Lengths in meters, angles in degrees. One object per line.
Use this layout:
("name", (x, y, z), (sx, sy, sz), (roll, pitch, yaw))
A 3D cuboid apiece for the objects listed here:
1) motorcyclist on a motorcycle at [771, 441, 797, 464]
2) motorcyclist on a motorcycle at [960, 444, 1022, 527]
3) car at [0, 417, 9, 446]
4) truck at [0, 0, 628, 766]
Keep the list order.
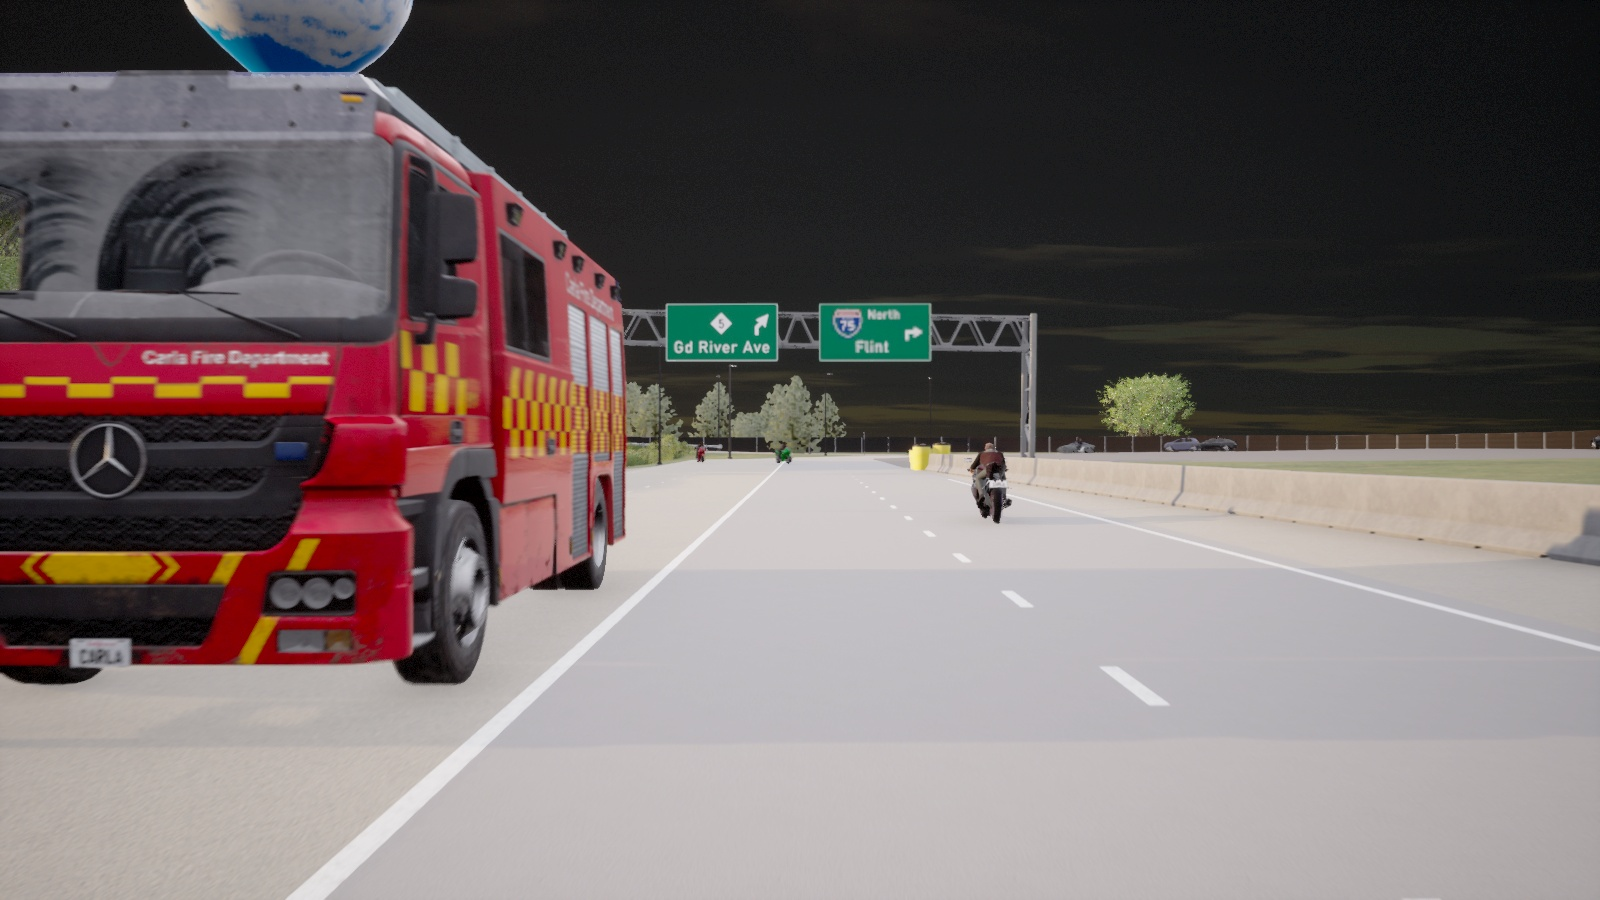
("motorcyclist on a motorcycle", (-1.055, 0.193, 84.418), (0.797, 1.523, 2.044), (1, 0, -32))
("motorcyclist on a motorcycle", (3.654, 0.646, 24.167), (0.866, 1.530, 2.191), (0, 0, 0))
("car", (-37.110, -0.762, 55.054), (1.895, 1.301, 4.718), (0, 2, 0))
("truck", (-3.426, -0.478, 10.047), (2.891, 3.827, 8.468), (0, 0, 0))
